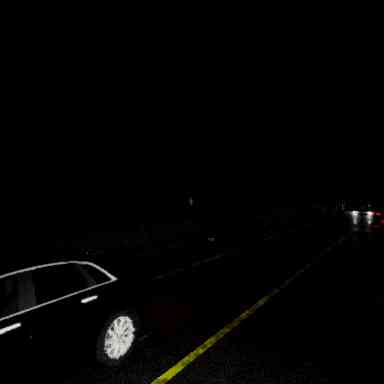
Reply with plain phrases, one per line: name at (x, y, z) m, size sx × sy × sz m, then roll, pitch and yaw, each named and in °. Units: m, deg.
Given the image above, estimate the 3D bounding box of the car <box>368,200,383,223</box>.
car at (14.566, 1.549, 24.570) m, size 2.033 × 1.411 × 5.357 m, roll 0°, pitch 0°, yaw 32°

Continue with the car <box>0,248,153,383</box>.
car at (-2.446, 1.505, 3.661) m, size 1.837 × 1.490 × 4.892 m, roll 0°, pitch 0°, yaw 32°

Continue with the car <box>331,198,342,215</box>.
car at (13.781, 1.567, 34.112) m, size 1.947 × 1.339 × 4.313 m, roll 0°, pitch 0°, yaw 32°

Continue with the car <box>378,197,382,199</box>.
car at (20.105, 1.527, 33.506) m, size 1.812 × 1.442 × 4.674 m, roll 0°, pitch 0°, yaw 32°

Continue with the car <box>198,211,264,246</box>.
car at (1.965, 1.566, 15.436) m, size 1.947 × 1.339 × 4.313 m, roll 0°, pitch 0°, yaw 32°

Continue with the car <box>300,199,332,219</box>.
car at (10.827, 1.583, 29.443) m, size 1.802 × 1.307 × 4.206 m, roll 0°, pitch 0°, yaw 32°

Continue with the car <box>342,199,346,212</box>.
car at (16.735, 1.442, 38.781) m, size 1.967 × 1.590 × 4.097 m, roll 0°, pitch 0°, yaw 32°

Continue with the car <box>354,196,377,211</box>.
car at (21.020, 1.570, 40.564) m, size 1.812 × 1.442 × 4.674 m, roll 0°, pitch 0°, yaw 32°
